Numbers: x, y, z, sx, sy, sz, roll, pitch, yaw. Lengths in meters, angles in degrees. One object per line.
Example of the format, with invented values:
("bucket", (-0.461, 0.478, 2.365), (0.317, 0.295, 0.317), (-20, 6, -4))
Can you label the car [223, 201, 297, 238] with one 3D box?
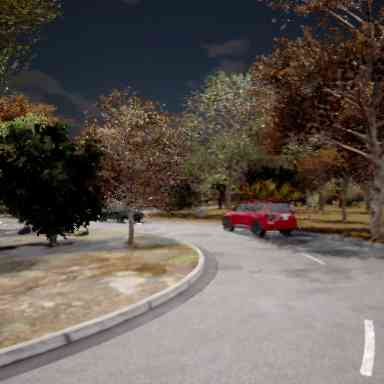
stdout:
("car", (3.977, 1.551, 20.375), (2.150, 2.045, 5.566), (0, -1, -24))

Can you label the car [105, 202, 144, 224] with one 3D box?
("car", (-6.826, 1.905, 32.122), (2.150, 2.045, 5.566), (0, -1, -42))
